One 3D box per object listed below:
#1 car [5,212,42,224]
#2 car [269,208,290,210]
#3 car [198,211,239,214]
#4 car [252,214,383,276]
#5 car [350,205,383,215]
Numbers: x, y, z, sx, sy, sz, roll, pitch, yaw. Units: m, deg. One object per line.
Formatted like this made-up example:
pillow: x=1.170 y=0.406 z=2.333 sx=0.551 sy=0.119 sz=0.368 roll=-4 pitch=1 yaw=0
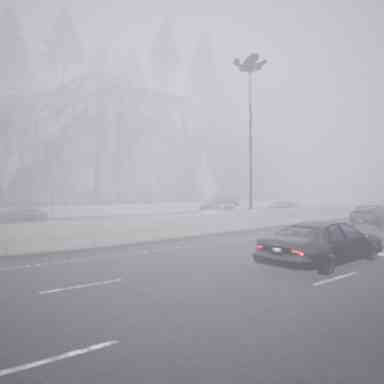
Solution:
car: x=-14.466 y=1.956 z=28.170 sx=4.181 sy=1.385 sz=1.994 roll=0 pitch=-1 yaw=-37
car: x=11.644 y=1.816 z=41.982 sx=1.882 sy=1.535 sz=5.008 roll=-1 pitch=-1 yaw=44
car: x=2.531 y=1.795 z=28.414 sx=4.674 sy=1.442 sz=1.812 roll=0 pitch=-1 yaw=-41
car: x=4.220 y=1.628 z=10.703 sx=5.357 sy=1.411 sz=2.033 roll=0 pitch=-1 yaw=-40
car: x=12.458 y=1.632 z=22.764 sx=4.902 sy=1.511 sz=2.128 roll=0 pitch=-1 yaw=-43
